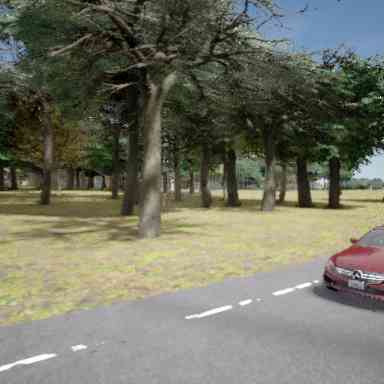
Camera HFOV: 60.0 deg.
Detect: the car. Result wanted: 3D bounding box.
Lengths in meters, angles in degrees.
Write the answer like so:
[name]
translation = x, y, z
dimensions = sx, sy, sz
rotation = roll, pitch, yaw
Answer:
[car]
translation = 4.994, 1.526, 7.885
dimensions = 4.674, 1.442, 1.812
rotation = 0, 0, -39
